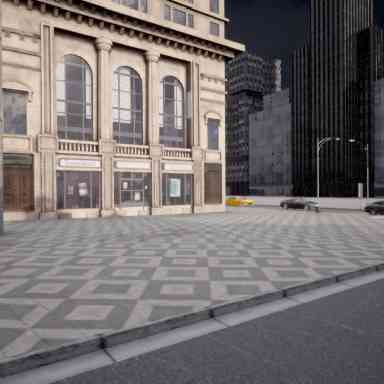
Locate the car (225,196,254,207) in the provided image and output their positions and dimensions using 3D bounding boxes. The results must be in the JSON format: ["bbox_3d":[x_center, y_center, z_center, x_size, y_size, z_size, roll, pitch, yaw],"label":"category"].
[{"bbox_3d":[6.634,1.372,47.131,1.882,1.535,5.008,-1,0,-34],"label":"car"}]

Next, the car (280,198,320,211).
[{"bbox_3d":[12.460,1.415,38.513,2.128,1.511,4.902,-1,0,-34],"label":"car"}]

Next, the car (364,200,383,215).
[{"bbox_3d":[18.133,1.478,30.169,1.812,1.442,4.674,-1,0,-34],"label":"car"}]
